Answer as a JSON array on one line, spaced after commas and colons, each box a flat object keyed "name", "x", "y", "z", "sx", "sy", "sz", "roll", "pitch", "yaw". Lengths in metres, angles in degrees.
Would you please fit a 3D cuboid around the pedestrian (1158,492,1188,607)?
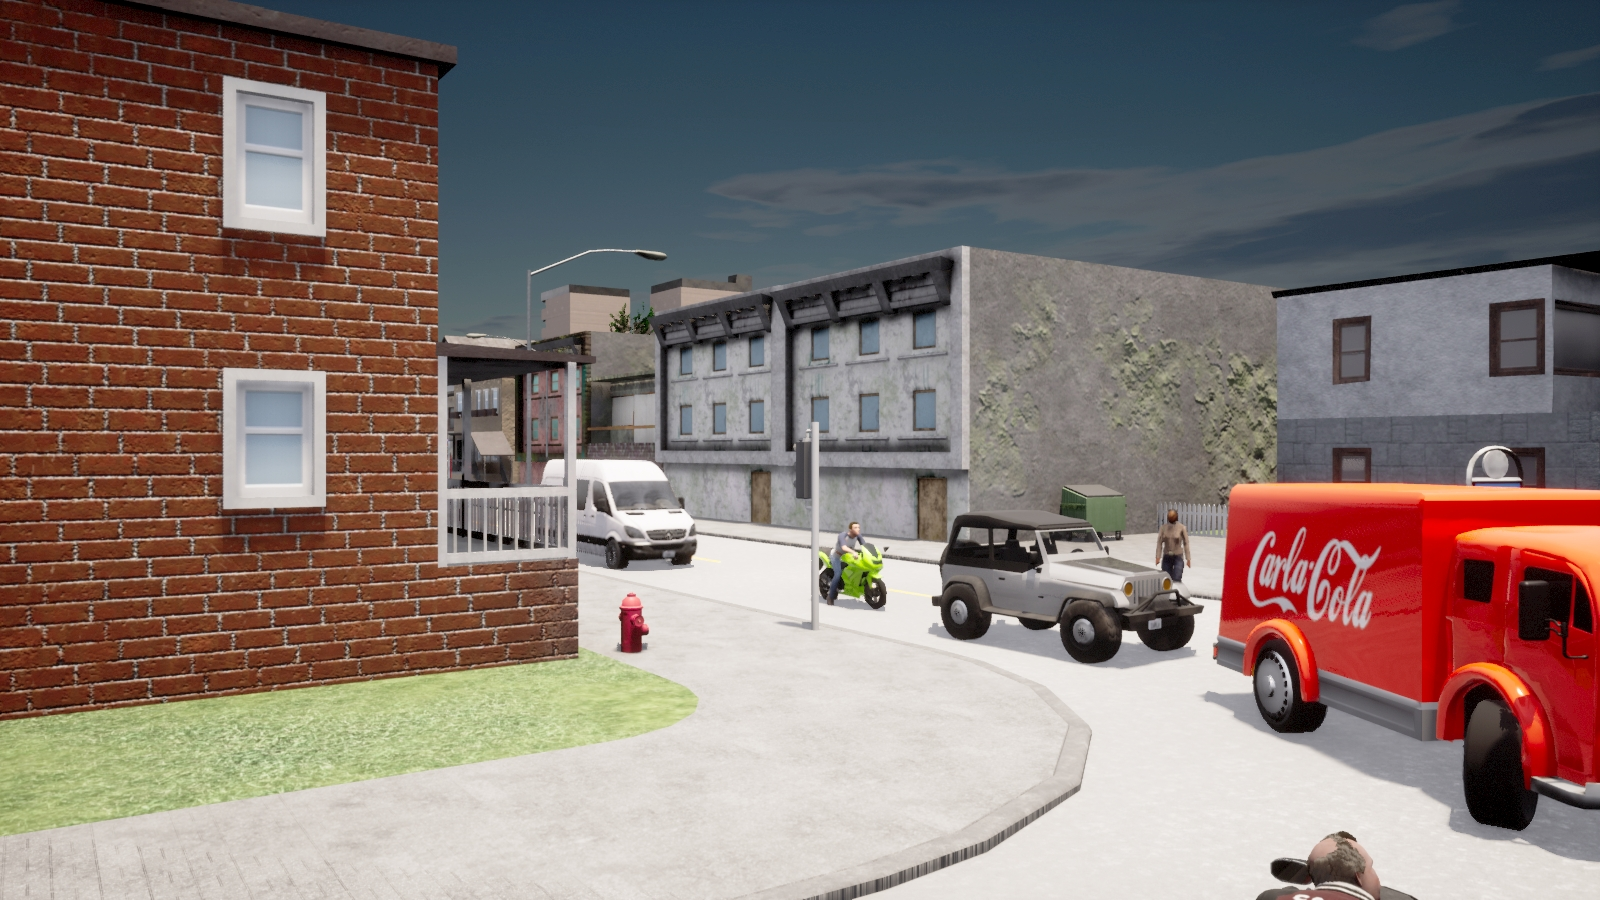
[{"name": "pedestrian", "x": 6.178, "y": 1.628, "z": 18.907, "sx": 0.375, "sy": 1.860, "sz": 0.375, "roll": 0, "pitch": 0, "yaw": 35}]

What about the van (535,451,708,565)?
[{"name": "van", "x": -4.652, "y": 1.314, "z": 28.857, "sx": 1.988, "sy": 2.561, "sz": 5.915, "roll": 0, "pitch": 0, "yaw": -34}]

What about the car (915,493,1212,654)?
[{"name": "car", "x": 3.680, "y": 1.637, "z": 16.521, "sx": 1.905, "sy": 1.878, "sz": 3.866, "roll": 0, "pitch": 0, "yaw": -36}]

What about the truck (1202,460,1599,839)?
[{"name": "truck", "x": 6.068, "y": 1.348, "z": 10.310, "sx": 2.627, "sy": 2.467, "sz": 5.204, "roll": 0, "pitch": 0, "yaw": -6}]
